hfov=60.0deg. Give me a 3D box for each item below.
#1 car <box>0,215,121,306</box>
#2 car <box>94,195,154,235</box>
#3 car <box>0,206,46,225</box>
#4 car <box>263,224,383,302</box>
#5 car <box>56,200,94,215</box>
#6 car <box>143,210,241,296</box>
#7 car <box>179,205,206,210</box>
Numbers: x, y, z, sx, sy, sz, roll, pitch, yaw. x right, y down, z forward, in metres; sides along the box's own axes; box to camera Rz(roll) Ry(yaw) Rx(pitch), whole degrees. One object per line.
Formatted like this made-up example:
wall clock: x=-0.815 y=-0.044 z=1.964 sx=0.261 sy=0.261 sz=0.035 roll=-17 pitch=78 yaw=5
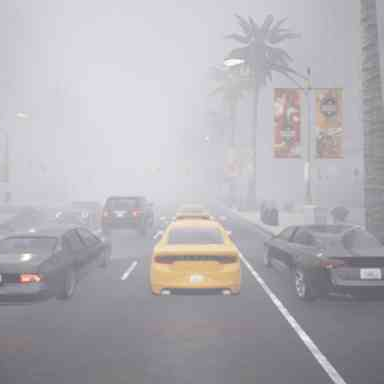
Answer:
car: x=-3.424 y=1.538 z=8.263 sx=2.033 sy=1.411 sz=5.357 roll=0 pitch=0 yaw=0
car: x=-3.466 y=1.202 z=18.621 sx=2.150 sy=2.045 sz=5.566 roll=0 pitch=0 yaw=0
car: x=-10.599 y=1.527 z=19.958 sx=2.033 sy=1.411 sz=5.357 roll=0 pitch=0 yaw=0
car: x=3.164 y=1.504 z=8.283 sx=2.161 sy=1.482 sz=4.786 roll=0 pitch=0 yaw=-1
car: x=-7.090 y=1.328 z=21.471 sx=2.097 sy=1.767 sz=4.553 roll=0 pitch=0 yaw=0
car: x=0.070 y=1.468 z=8.694 sx=1.882 sy=1.535 sz=5.008 roll=0 pitch=0 yaw=0
car: x=0.031 y=1.458 z=18.892 sx=1.882 sy=1.535 sz=5.008 roll=0 pitch=0 yaw=0
